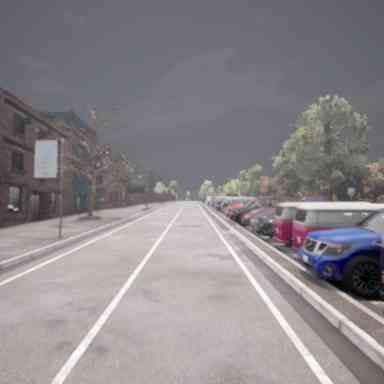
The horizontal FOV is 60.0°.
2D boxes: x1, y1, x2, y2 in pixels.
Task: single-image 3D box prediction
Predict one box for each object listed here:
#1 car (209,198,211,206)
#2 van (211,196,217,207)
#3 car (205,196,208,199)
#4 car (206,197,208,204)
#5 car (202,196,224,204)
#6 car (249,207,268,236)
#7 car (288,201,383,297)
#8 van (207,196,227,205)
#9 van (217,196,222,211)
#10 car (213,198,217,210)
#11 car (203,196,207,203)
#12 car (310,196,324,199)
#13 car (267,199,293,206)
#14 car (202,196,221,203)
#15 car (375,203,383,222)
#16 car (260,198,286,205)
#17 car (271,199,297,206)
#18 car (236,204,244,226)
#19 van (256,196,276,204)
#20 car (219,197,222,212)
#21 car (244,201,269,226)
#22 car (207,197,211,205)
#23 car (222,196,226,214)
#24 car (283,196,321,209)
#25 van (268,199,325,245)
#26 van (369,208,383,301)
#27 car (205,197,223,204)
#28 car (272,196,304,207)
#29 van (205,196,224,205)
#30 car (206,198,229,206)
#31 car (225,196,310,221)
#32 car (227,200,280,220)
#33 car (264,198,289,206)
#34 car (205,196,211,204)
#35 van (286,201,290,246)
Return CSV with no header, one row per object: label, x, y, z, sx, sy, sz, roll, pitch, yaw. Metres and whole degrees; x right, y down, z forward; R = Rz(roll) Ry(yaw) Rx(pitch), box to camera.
car,5.619,2.007,53.358,4.792,1.488,2.163,0,0,0
van,5.479,1.728,50.556,4.442,1.987,1.878,0,0,0
car,5.555,2.113,67.366,4.892,1.521,2.231,0,-1,0
car,5.572,2.026,58.961,5.008,1.535,2.097,0,0,0
car,5.553,2.092,86.994,5.566,2.045,2.435,0,-1,0
car,5.662,1.674,16.917,4.892,1.521,2.231,0,0,0
car,5.659,1.351,8.508,5.566,2.045,2.435,0,0,0
van,5.657,1.984,75.783,4.442,1.987,1.878,0,-1,0
van,5.503,1.634,39.344,4.442,1.987,1.878,0,0,0
car,5.608,1.884,42.145,5.008,1.535,2.097,0,0,0
car,5.581,1.893,70.176,5.566,2.045,2.435,0,-1,0
car,18.640,1.729,53.754,5.566,2.045,2.435,0,0,0
car,18.603,2.176,70.335,4.792,1.488,2.163,0,-1,0
car,5.548,2.213,95.403,5.566,2.045,2.435,0,-1,0
car,18.729,1.771,28.529,4.892,1.521,2.231,0,0,0
car,18.435,2.208,75.906,5.366,1.575,1.946,0,-1,0
car,18.667,2.144,67.550,4.792,1.488,2.163,0,-1,0
car,5.654,1.760,22.522,4.674,1.452,2.002,0,0,0
van,18.723,2.081,84.266,4.442,1.987,1.878,0,-1,0
car,5.657,1.711,36.540,4.553,1.767,2.185,0,0,0
car,5.694,1.570,19.721,4.553,1.767,2.185,0,0,0
car,5.769,1.998,56.161,5.366,1.575,1.946,0,0,0
car,5.616,1.515,28.131,5.566,2.045,2.435,0,0,0
car,18.633,1.752,56.415,5.566,2.045,2.435,0,0,0
van,5.791,1.423,14.115,4.442,1.987,1.878,0,0,0
van,5.809,1.353,5.708,4.442,1.987,1.878,0,-1,0
car,5.496,2.181,84.192,4.553,1.767,2.185,0,-1,0
car,18.616,1.832,64.770,5.566,2.045,2.435,0,-1,0
van,5.415,2.049,81.389,4.442,1.987,1.878,0,-1,0
car,5.542,2.177,72.977,5.008,1.535,2.097,0,-1,0
car,5.622,1.492,25.328,5.566,2.045,2.435,0,0,0
car,5.607,1.664,30.933,4.553,1.767,2.185,0,0,0
car,18.621,2.178,73.120,5.008,1.535,2.097,0,-1,0
car,5.536,2.111,64.568,4.792,1.488,2.163,0,-1,0
van,5.797,1.400,11.312,4.442,1.987,1.878,0,0,0
